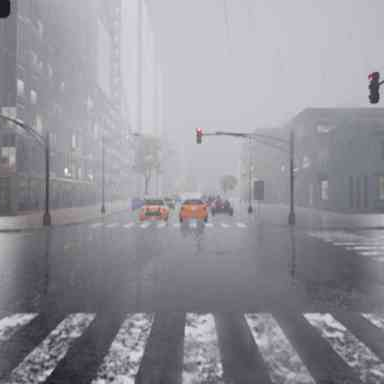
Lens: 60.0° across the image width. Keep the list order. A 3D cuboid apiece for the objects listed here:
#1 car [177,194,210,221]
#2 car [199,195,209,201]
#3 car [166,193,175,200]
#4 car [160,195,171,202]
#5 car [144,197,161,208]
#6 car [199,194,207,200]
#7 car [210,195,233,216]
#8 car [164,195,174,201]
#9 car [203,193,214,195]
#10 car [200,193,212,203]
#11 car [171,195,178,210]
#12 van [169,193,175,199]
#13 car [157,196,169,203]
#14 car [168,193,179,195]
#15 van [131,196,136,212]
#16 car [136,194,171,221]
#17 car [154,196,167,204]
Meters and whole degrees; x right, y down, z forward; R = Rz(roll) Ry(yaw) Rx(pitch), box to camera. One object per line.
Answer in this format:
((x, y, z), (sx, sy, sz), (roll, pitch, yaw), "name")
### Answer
((0.118, 1.296, 26.567), (2.097, 1.767, 4.553), (0, 0, 0), "car")
((2.751, 1.402, 76.702), (1.947, 1.339, 4.313), (1, 0, 0), "car")
((-5.617, 1.126, 88.016), (2.192, 1.841, 5.009), (1, 0, 0), "car")
((-5.633, 1.414, 70.994), (1.947, 1.339, 4.313), (1, 0, 0), "car")
((-5.646, 1.424, 48.128), (1.752, 1.417, 4.829), (1, 0, 0), "car")
((2.760, 1.251, 88.049), (1.967, 1.590, 4.097), (1, 0, 0), "car")
((2.725, 1.375, 31.310), (1.967, 1.590, 4.097), (1, 0, 0), "car")
((-5.625, 1.374, 82.342), (2.008, 1.369, 4.403), (1, 0, 0), "car")
((2.734, 1.225, 42.657), (2.192, 1.841, 5.009), (1, 0, 0), "car")
((2.748, 1.176, 65.354), (2.192, 1.841, 5.009), (1, 0, 0), "car")
((-3.069, 1.418, 41.330), (1.837, 1.490, 4.892), (0, 0, 0), "car")
((-5.614, 1.139, 93.690), (1.690, 1.788, 3.998), (1, 0, 0), "van")
((-5.636, 1.427, 65.320), (1.947, 1.339, 4.313), (1, 0, 0), "car")
((-2.988, 1.220, 61.405), (2.097, 1.767, 4.553), (0, 0, 1), "car")
((-5.650, 1.263, 36.950), (1.690, 1.788, 3.998), (1, 0, 0), "van")
((-2.917, 1.297, 26.215), (2.097, 1.767, 4.553), (0, 0, -3), "car")
((-5.640, 1.455, 59.646), (1.802, 1.307, 4.206), (1, 0, 0), "car")
